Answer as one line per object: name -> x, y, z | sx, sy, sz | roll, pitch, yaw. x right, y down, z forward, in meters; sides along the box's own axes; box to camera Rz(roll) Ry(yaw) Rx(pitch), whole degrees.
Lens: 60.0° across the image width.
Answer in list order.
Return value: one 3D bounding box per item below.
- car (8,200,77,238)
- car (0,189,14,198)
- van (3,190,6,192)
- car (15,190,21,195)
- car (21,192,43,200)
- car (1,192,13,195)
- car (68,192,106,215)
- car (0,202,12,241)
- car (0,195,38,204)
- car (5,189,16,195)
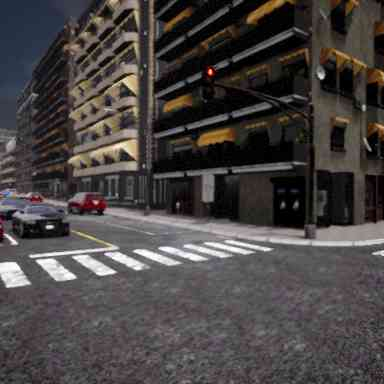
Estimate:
car -> -7.319, 1.302, 16.033 | 1.994, 1.385, 4.181 | 1, 0, -36
car -> -38.726, 0.286, 69.615 | 1.967, 1.590, 4.097 | 2, 0, -36
van -> -35.419, 0.274, 65.024 | 1.690, 1.788, 3.998 | 2, 0, -36
car -> -25.513, 0.759, 51.249 | 1.947, 1.339, 4.313 | 2, 0, -36
car -> -22.206, 0.720, 46.658 | 1.967, 1.590, 4.097 | 2, 0, -36
car -> -19.095, 0.991, 32.424 | 1.994, 1.385, 4.181 | 1, 0, -35
car -> -8.986, 0.943, 28.292 | 2.192, 1.841, 5.009 | 2, 0, -36
car -> -9.182, 1.262, 14.208 | 1.887, 1.381, 4.507 | 2, 0, -36
car -> -12.858, 1.139, 23.732 | 2.033, 1.411, 5.357 | 1, 0, -36
car -> -32.220, 0.542, 60.570 | 1.752, 1.417, 4.829 | 2, 0, -36
